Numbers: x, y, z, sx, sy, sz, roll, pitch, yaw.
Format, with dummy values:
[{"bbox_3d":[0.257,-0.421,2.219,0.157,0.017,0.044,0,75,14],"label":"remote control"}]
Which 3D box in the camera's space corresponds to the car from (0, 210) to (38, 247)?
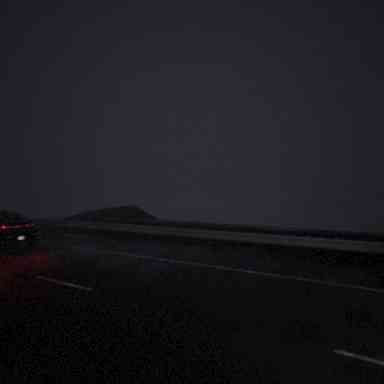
[{"bbox_3d":[-8.313,1.486,13.470,4.902,1.511,2.128,0,0,32],"label":"car"}]
